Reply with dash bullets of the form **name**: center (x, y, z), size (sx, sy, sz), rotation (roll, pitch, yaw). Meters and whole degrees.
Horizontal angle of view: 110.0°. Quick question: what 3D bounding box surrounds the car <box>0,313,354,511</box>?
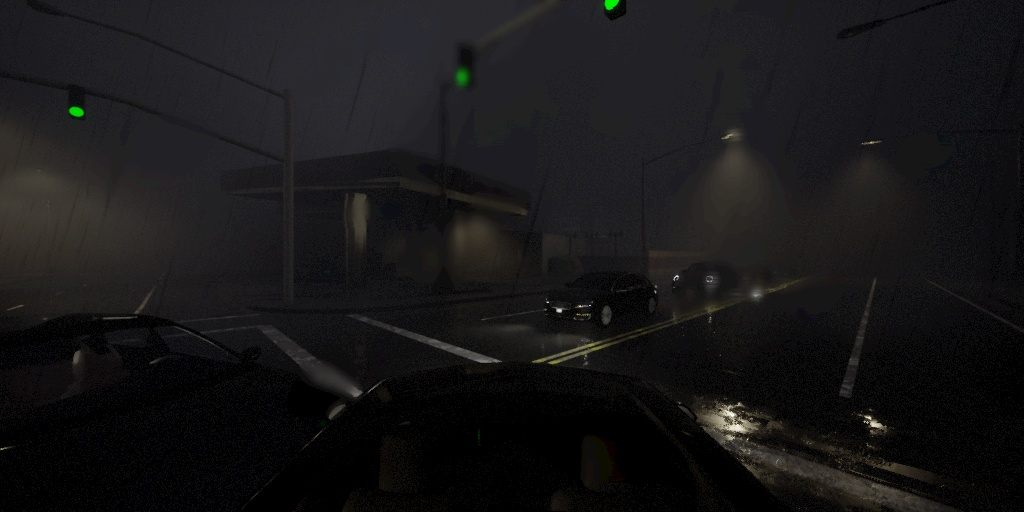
- **car**: center (-3.387, 1.242, 2.660), size (4.902, 1.511, 2.128), rotation (0, 0, 16)

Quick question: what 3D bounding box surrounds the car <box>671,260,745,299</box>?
- **car**: center (9.960, 1.099, 18.350), size (4.553, 1.767, 2.097), rotation (0, 0, -44)

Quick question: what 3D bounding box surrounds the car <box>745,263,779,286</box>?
- **car**: center (16.977, 1.310, 25.169), size (1.994, 1.385, 4.181), rotation (0, 0, 45)

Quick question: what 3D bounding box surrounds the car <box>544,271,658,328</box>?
- **car**: center (3.032, 1.253, 11.595), size (4.892, 1.490, 1.837), rotation (0, 0, -45)

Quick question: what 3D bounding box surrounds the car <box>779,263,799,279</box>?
- **car**: center (24.202, 1.308, 32.129), size (4.181, 1.385, 1.994), rotation (0, 0, -44)
